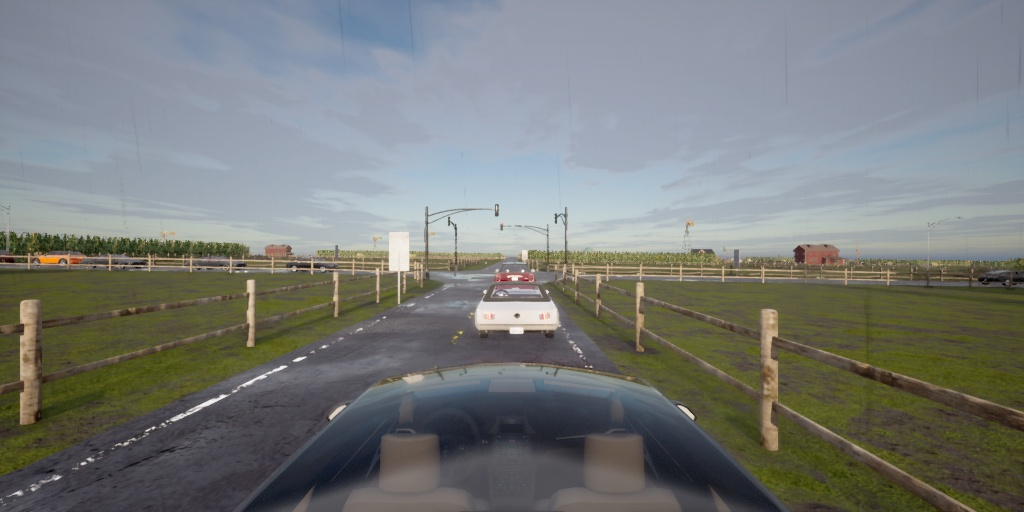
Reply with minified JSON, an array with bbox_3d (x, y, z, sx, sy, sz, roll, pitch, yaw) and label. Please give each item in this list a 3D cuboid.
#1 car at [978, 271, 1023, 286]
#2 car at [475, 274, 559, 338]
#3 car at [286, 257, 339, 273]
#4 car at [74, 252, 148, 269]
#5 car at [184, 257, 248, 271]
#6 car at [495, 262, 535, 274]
[{"bbox_3d":[50.689,2.257,36.522,4.892,1.490,1.837,1,0,0],"label":"car"},{"bbox_3d":[0.117,1.351,10.098,1.895,1.301,4.718,0,0,0],"label":"car"},{"bbox_3d":[-20.348,0.896,36.674,4.892,1.490,1.837,1,0,0],"label":"car"},{"bbox_3d":[-40.759,0.570,36.729,5.357,1.411,2.033,1,0,1],"label":"car"},{"bbox_3d":[-30.237,0.759,36.701,5.357,1.411,2.033,1,0,0],"label":"car"},{"bbox_3d":[0.164,1.103,19.087,2.097,1.767,4.553,0,0,1],"label":"car"}]
